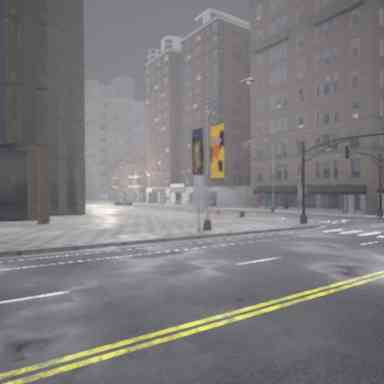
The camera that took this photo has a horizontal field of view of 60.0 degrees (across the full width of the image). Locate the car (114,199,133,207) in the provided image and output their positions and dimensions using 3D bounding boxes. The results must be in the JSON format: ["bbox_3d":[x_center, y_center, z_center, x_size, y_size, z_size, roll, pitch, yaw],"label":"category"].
[{"bbox_3d":[-12.905,1.968,62.083,2.033,1.411,5.357,-1,0,-35],"label":"car"}]
